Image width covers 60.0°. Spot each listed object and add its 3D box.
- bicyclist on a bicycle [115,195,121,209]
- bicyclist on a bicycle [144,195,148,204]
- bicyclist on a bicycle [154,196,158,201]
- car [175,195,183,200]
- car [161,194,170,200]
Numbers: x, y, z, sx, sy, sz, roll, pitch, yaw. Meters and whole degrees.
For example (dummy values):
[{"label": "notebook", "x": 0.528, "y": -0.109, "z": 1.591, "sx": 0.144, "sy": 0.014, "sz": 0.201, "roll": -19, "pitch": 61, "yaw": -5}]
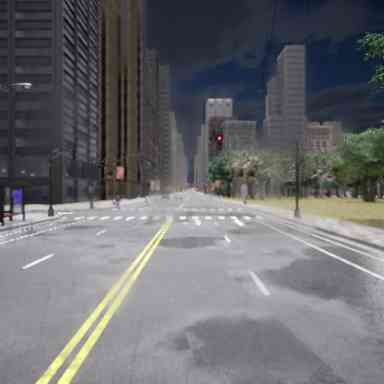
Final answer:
[{"label": "bicyclist on a bicycle", "x": -8.743, "y": 1.214, "z": 39.103, "sx": 0.659, "sy": 1.776, "sz": 1.843, "roll": 0, "pitch": 0, "yaw": 0}, {"label": "bicyclist on a bicycle", "x": -8.391, "y": 1.379, "z": 61.000, "sx": 0.866, "sy": 1.612, "sz": 1.509, "roll": 0, "pitch": 0, "yaw": 4}, {"label": "bicyclist on a bicycle", "x": -8.573, "y": 1.492, "z": 79.018, "sx": 0.866, "sy": 1.612, "sz": 1.509, "roll": 0, "pitch": 0, "yaw": 0}, {"label": "car", "x": -3.258, "y": 1.282, "z": 81.745, "sx": 1.895, "sy": 1.301, "sz": 4.718, "roll": 0, "pitch": 0, "yaw": 0}, {"label": "car", "x": -6.508, "y": 1.227, "z": 81.775, "sx": 2.033, "sy": 1.411, "sz": 5.357, "roll": 0, "pitch": 0, "yaw": 0}]
